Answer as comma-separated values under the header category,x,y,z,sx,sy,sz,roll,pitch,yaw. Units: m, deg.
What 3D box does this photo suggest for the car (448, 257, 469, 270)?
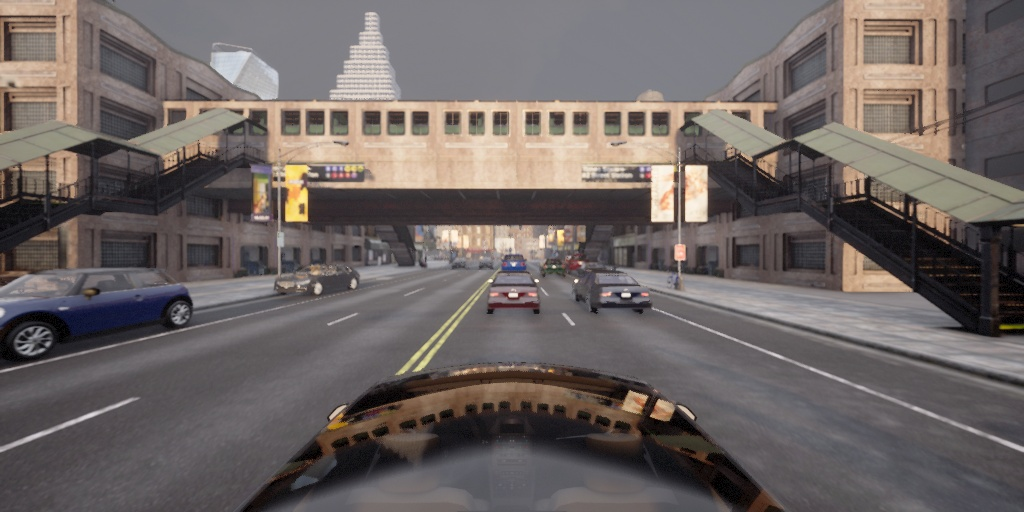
category,x,y,z,sx,sy,sz,roll,pitch,yaw
car,-6.967,1.068,48.443,1.837,1.490,4.892,0,0,0

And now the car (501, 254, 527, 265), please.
category,x,y,z,sx,sy,sz,roll,pitch,yaw
car,0.179,0.847,32.672,2.150,2.045,5.566,0,0,1

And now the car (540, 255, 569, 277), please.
category,x,y,z,sx,sy,sz,roll,pitch,yaw
car,3.679,0.976,33.278,2.097,1.767,4.553,0,0,1

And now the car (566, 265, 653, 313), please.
category,x,y,z,sx,sy,sz,roll,pitch,yaw
car,3.564,1.250,13.660,2.033,1.411,5.357,0,0,0

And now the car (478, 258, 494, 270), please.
category,x,y,z,sx,sy,sz,roll,pitch,yaw
car,-3.468,1.068,48.470,1.837,1.490,4.892,0,0,0

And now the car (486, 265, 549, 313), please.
category,x,y,z,sx,sy,sz,roll,pitch,yaw
car,0.062,1.250,13.671,2.033,1.411,5.357,0,0,0
